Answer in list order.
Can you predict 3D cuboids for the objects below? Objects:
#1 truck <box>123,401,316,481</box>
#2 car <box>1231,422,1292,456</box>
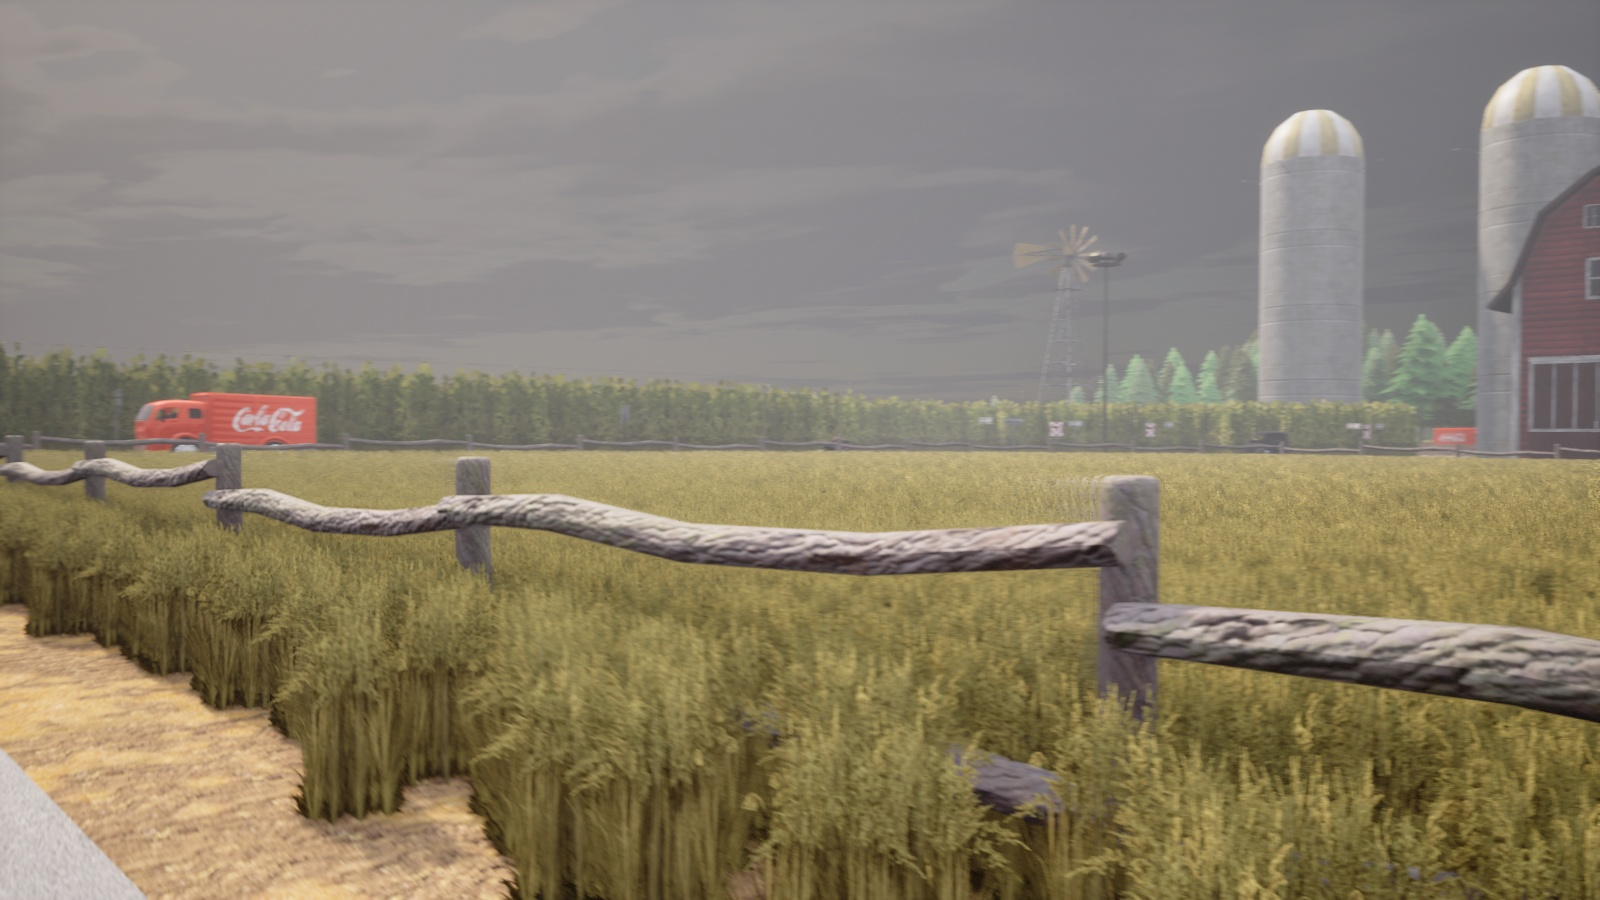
[{"bbox_3d":[-19.020,-0.282,41.253,5.204,2.467,2.627,0,0,-42],"label":"truck"},{"bbox_3d":[26.771,-0.638,72.935,1.905,1.878,3.866,0,1,-4],"label":"car"}]
